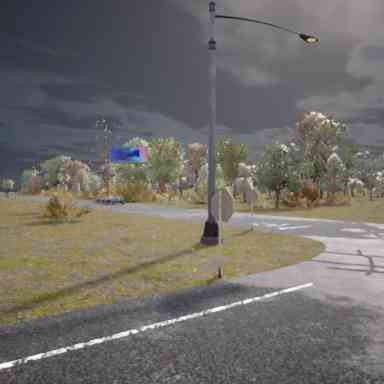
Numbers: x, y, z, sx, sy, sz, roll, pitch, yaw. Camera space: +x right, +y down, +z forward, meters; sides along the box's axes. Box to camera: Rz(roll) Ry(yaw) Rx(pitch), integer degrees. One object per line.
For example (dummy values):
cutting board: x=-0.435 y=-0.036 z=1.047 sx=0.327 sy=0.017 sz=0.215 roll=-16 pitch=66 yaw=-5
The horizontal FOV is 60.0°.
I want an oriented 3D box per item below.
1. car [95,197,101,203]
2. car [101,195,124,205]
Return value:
car: x=-16.249 y=1.498 z=61.034 sx=1.895 sy=1.301 sz=4.718 roll=0 pitch=0 yaw=-34
car: x=-13.225 y=1.259 z=56.624 sx=2.097 sy=1.767 sz=4.553 roll=0 pitch=0 yaw=-33
